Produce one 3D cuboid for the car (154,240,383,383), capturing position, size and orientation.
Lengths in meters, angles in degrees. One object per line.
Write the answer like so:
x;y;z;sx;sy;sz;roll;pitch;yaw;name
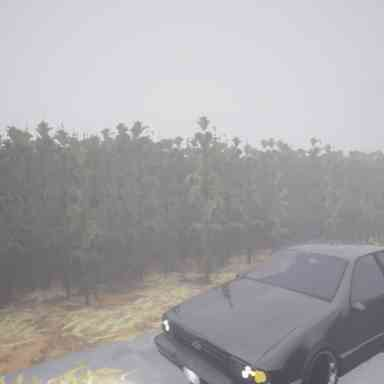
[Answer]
2.131;1.517;5.088;5.357;1.411;2.033;-1;0;-36;car
